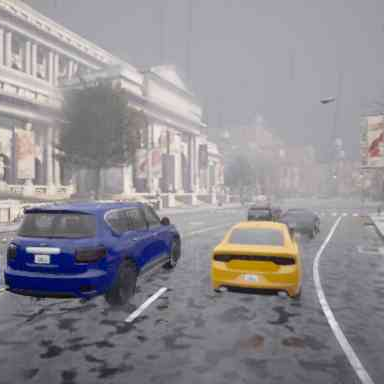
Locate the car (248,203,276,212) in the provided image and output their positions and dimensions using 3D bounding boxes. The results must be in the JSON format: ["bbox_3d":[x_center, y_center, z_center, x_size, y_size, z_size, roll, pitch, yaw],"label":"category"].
[{"bbox_3d":[5.824,1.588,26.364,2.128,1.511,4.902,0,0,26],"label":"car"}]

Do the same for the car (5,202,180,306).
[{"bbox_3d":[-1.959,1.253,8.392,2.150,2.045,5.566,0,0,14],"label":"car"}]

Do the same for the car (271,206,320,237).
[{"bbox_3d":[6.004,1.634,18.637,1.994,1.385,4.181,0,0,26],"label":"car"}]

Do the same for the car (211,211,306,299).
[{"bbox_3d":[1.821,1.510,8.780,1.882,1.535,5.008,0,0,16],"label":"car"}]
